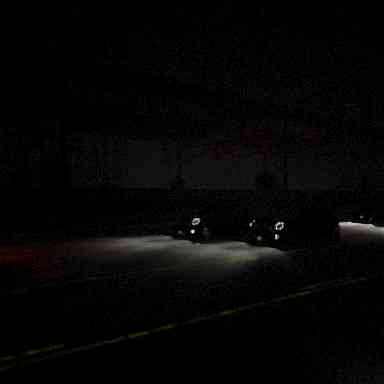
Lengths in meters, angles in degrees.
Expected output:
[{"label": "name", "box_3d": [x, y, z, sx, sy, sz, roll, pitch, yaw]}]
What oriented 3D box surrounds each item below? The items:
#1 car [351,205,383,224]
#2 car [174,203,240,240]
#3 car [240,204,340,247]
[{"label": "car", "box_3d": [14.213, 1.674, 25.662, 4.181, 1.385, 1.994, 0, 0, -33]}, {"label": "car", "box_3d": [1.321, 1.397, 17.364, 4.553, 1.767, 2.097, 0, 0, -33]}, {"label": "car", "box_3d": [4.753, 1.403, 15.421, 4.553, 1.767, 2.097, 0, 0, -33]}]
